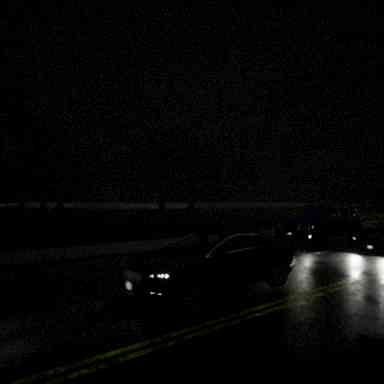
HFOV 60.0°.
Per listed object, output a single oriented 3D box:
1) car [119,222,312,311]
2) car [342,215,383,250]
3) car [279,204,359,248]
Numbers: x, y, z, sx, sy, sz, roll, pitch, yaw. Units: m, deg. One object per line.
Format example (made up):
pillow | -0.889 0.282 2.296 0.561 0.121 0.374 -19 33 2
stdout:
car | 0.615 1.697 8.361 4.902 1.511 2.128 1 -2 -39
car | 9.450 1.932 15.427 5.357 1.411 2.033 1 -2 -38
car | 6.758 1.652 17.363 5.566 2.045 2.150 1 -2 -38
